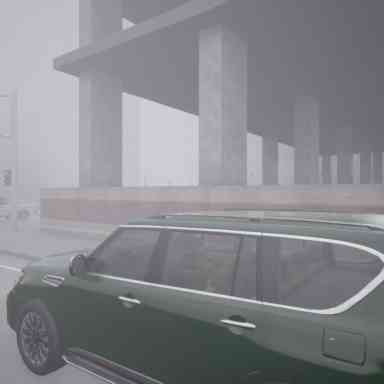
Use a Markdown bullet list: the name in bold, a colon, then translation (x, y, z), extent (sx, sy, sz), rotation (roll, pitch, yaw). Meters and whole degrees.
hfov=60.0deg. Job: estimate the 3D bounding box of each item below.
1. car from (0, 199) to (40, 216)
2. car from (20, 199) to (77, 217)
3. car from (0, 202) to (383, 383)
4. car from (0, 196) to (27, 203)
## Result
- **car**: translation (-18.343, 1.533, 33.797), extent (1.882, 1.535, 5.008), rotation (0, 0, 36)
- **car**: translation (-14.293, 1.546, 33.442), extent (2.128, 1.511, 4.902), rotation (0, 0, 36)
- **car**: translation (0.098, 1.221, 3.915), extent (5.566, 2.045, 2.150), rotation (0, 0, 36)
- **car**: translation (-15.242, 1.280, 25.567), extent (2.150, 2.045, 5.566), rotation (0, 0, 36)
